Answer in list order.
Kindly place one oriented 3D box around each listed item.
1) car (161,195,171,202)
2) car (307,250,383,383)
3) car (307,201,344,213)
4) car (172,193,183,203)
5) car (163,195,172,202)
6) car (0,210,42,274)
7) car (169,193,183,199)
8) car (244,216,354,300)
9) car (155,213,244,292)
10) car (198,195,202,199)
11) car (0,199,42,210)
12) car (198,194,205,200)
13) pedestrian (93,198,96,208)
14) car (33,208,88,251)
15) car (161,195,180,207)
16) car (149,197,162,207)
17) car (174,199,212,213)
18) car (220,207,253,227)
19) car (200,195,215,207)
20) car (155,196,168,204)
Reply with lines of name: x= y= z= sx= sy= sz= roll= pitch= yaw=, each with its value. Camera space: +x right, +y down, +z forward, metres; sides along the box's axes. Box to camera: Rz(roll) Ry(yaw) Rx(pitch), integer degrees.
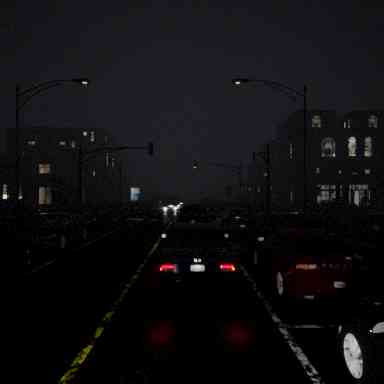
car: x=-5.788 y=1.452 z=74.116 sx=1.967 sy=1.590 sz=4.097 roll=0 pitch=0 yaw=0
car: x=2.690 y=1.551 z=2.561 sx=2.008 sy=1.369 sz=4.403 roll=0 pitch=0 yaw=0
car: x=14.759 y=1.653 z=37.230 sx=4.181 sy=1.385 sz=1.994 roll=0 pitch=0 yaw=1
car: x=-3.100 y=1.236 z=72.077 sx=2.150 sy=2.045 sz=5.566 roll=0 pitch=0 yaw=0
car: x=-5.796 y=1.539 z=79.469 sx=1.752 sy=1.417 sz=4.829 roll=0 pitch=0 yaw=0
car: x=-5.698 y=1.441 z=8.258 sx=1.967 sy=1.590 sz=4.097 roll=0 pitch=0 yaw=0
car: x=-3.151 y=1.500 z=61.422 sx=2.128 sy=1.511 sz=4.902 roll=0 pitch=0 yaw=0
car: x=2.682 y=1.546 z=8.253 sx=1.887 sy=1.381 sz=4.507 roll=0 pitch=0 yaw=0
car: x=0.092 y=1.549 z=9.085 sx=2.033 sy=1.411 sz=5.357 roll=0 pitch=0 yaw=0
car: x=2.607 y=1.590 z=63.069 sx=1.802 sy=1.307 sz=4.206 roll=0 pitch=0 yaw=0
car: x=-18.419 y=1.468 z=34.497 sx=5.357 sy=1.411 sz=2.033 roll=0 pitch=0 yaw=1
car: x=2.570 y=1.458 z=90.680 sx=1.967 sy=1.590 sz=4.097 roll=0 pitch=0 yaw=0
pedestrian: x=-12.612 y=1.415 z=43.151 sx=0.375 sy=1.300 sz=0.375 roll=0 pitch=-1 yaw=1
car: x=-5.706 y=1.552 z=13.951 sx=2.008 sy=1.369 sz=4.403 roll=0 pitch=0 yaw=0
car: x=-3.179 y=1.532 z=51.070 sx=1.812 sy=1.442 sz=4.674 roll=0 pitch=0 yaw=1
car: x=-5.758 y=1.588 z=52.029 sx=1.802 sy=1.307 sz=4.206 roll=0 pitch=0 yaw=0
car: x=0.070 y=1.480 z=21.405 sx=1.882 sy=1.535 sz=5.008 roll=0 pitch=0 yaw=0
car: x=2.667 y=1.553 z=19.637 sx=2.008 sy=1.369 sz=4.403 roll=0 pitch=0 yaw=0
car: x=2.622 y=1.572 z=52.027 sx=1.947 sy=1.339 sz=4.313 roll=0 pitch=0 yaw=0
car: x=-5.774 y=1.559 z=63.072 sx=2.008 sy=1.369 sz=4.403 roll=0 pitch=0 yaw=0
